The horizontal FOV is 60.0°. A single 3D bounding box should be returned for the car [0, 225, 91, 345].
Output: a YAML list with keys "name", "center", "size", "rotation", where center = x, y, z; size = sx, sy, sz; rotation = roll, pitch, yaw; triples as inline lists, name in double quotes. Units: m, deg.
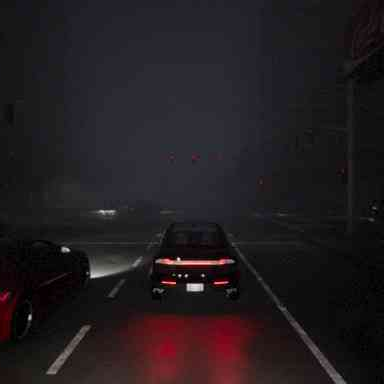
- name: "car"
  center: [-3.442, 1.564, 6.395]
  size: [1.994, 1.385, 4.181]
  rotation: [0, 0, 0]

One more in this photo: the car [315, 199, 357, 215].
- name: "car"
  center: [14.807, 1.491, 33.024]
  size: [4.902, 1.511, 2.128]
  rotation: [0, 0, 0]

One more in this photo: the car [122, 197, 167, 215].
- name: "car"
  center: [-4.847, 1.564, 34.494]
  size: [1.994, 1.385, 4.181]
  rotation: [0, 0, 30]

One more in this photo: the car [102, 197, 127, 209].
- name: "car"
  center: [-10.588, 1.491, 44.369]
  size: [2.128, 1.511, 4.902]
  rotation: [0, 0, 0]

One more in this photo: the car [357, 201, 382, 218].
- name: "car"
  center: [17.704, 1.352, 29.537]
  size: [4.553, 1.767, 2.097]
  rotation: [0, 0, 0]

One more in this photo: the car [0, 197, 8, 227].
- name: "car"
  center: [-10.688, 1.221, 16.822]
  size: [2.150, 2.045, 5.566]
  rotation: [2, -1, -25]

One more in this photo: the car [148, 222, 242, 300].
- name: "car"
  center: [0.068, 1.492, 8.372]
  size: [2.128, 1.511, 4.902]
  rotation: [0, 0, 0]

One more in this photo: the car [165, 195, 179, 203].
- name: "car"
  center: [-4.599, 1.326, 70.581]
  size: [2.097, 1.767, 4.553]
  rotation: [0, 0, -27]
